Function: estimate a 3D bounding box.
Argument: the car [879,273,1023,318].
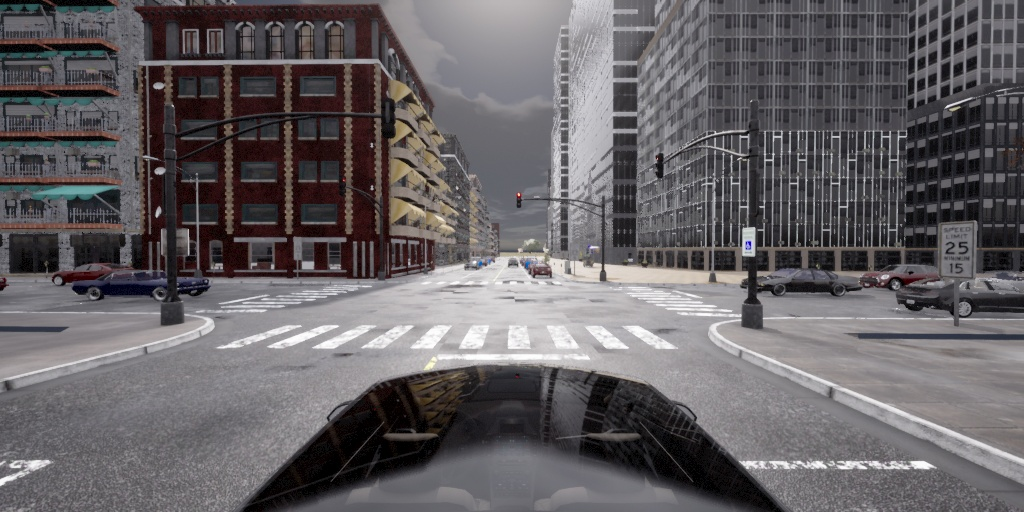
[{"bbox_3d":[16.739,1.445,13.066,4.403,1.370,2.007,0,0,1],"label":"car"}]

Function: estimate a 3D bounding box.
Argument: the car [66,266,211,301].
[{"bbox_3d":[-16.644,1.299,16.304,4.718,1.301,1.895,0,1,1],"label":"car"}]

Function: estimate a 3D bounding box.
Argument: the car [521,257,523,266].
[{"bbox_3d":[2.774,1.238,55.988,1.888,1.381,4.507,0,0,0],"label":"car"}]

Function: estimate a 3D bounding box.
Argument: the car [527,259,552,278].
[{"bbox_3d":[2.725,1.270,33.404,1.888,1.381,4.507,0,0,0],"label":"car"}]

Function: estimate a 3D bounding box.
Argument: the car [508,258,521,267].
[{"bbox_3d":[0.235,1.279,64.045,1.895,1.301,4.718,0,0,0],"label":"car"}]

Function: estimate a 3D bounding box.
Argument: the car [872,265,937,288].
[{"bbox_3d":[23.417,1.229,21.599,4.097,1.591,1.967,0,0,1],"label":"car"}]

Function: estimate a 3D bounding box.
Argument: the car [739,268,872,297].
[{"bbox_3d":[15.225,1.341,19.002,5.357,1.411,2.033,0,1,1],"label":"car"}]

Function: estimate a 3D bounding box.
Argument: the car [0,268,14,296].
[{"bbox_3d":[-26.523,1.254,16.463,4.718,1.301,1.895,0,1,1],"label":"car"}]

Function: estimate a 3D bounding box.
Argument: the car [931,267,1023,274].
[{"bbox_3d":[25.627,1.444,18.831,4.718,1.301,1.895,0,1,1],"label":"car"}]

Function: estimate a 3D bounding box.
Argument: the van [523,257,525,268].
[{"bbox_3d":[2.762,1.042,50.342,1.690,1.789,3.998,0,0,0],"label":"van"}]

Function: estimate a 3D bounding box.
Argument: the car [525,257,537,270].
[{"bbox_3d":[2.738,1.157,39.049,1.967,1.591,4.097,0,0,0],"label":"car"}]

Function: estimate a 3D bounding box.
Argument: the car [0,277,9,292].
[{"bbox_3d":[-22.598,1.259,13.692,4.507,1.381,1.888,0,0,1],"label":"car"}]

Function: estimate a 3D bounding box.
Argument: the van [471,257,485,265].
[{"bbox_3d":[-5.574,1.033,55.972,1.690,1.789,3.998,0,0,0],"label":"van"}]

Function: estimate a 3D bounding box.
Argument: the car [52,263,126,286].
[{"bbox_3d":[-25.812,1.109,22.356,4.507,1.381,1.888,0,0,1],"label":"car"}]

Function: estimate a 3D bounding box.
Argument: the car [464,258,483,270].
[{"bbox_3d":[-5.586,1.267,50.326,1.948,1.339,4.313,0,0,0],"label":"car"}]
